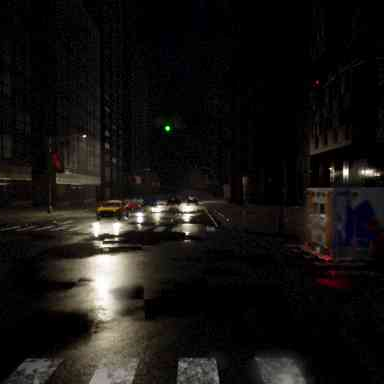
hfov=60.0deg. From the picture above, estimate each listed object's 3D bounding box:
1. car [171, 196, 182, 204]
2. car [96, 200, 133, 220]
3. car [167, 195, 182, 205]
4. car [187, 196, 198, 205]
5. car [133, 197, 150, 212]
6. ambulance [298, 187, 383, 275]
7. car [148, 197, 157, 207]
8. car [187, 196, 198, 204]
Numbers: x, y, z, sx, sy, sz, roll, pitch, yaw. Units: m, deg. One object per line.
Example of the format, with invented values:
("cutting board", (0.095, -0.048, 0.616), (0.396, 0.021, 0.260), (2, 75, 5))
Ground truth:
("car", (-3.162, 1.573, 67.489), (1.994, 1.385, 4.181), (0, 0, 0))
("car", (-6.553, 1.479, 27.952), (1.882, 1.535, 5.008), (0, 0, 0))
("car", (-3.175, 1.359, 57.421), (2.097, 1.767, 4.553), (0, 0, 0))
("car", (0.074, 1.499, 57.064), (2.128, 1.511, 4.902), (0, 0, 0))
("car", (-6.543, 1.605, 38.968), (1.895, 1.301, 4.718), (0, 0, 0))
("ambulance", (6.779, 1.094, 10.281), (6.366, 2.431, 2.351), (0, 1, 0))
("car", (-6.516, 1.484, 51.265), (1.882, 1.535, 5.008), (0, 0, 0))
("car", (0.089, 1.573, 67.485), (1.994, 1.385, 4.181), (0, 0, 0))
